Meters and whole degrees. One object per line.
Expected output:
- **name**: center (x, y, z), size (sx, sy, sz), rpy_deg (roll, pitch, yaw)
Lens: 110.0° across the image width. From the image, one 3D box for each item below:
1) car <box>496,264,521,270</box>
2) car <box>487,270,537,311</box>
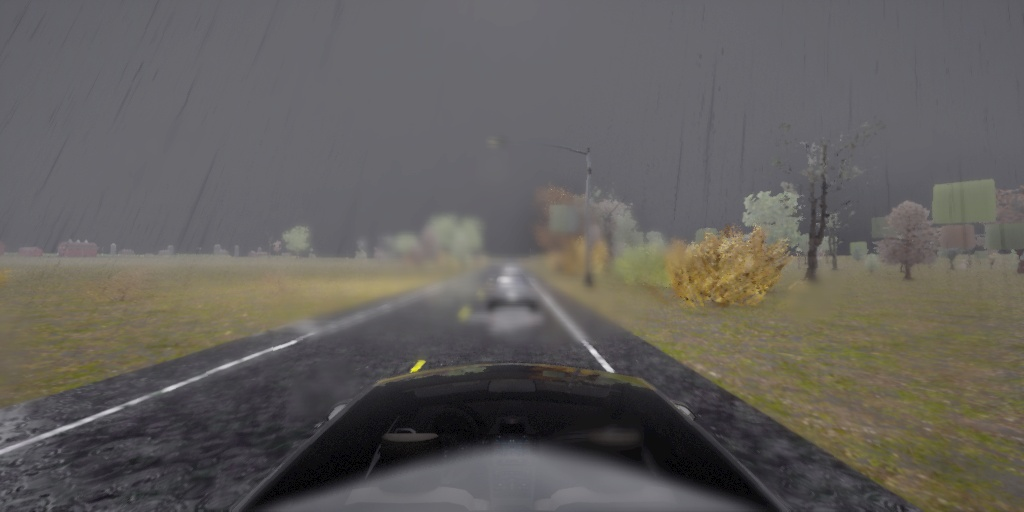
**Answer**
- **car**: center (0.027, 1.582, 29.350), size (2.033, 1.411, 5.357), rpy_deg (0, -1, 0)
- **car**: center (0.031, 1.457, 15.304), size (1.994, 1.385, 4.181), rpy_deg (0, -1, 1)
